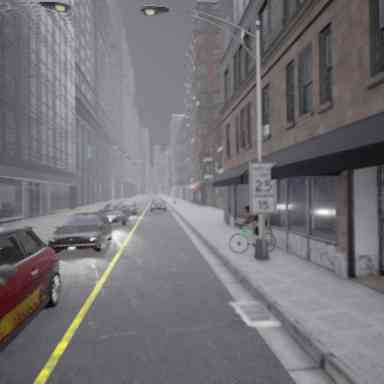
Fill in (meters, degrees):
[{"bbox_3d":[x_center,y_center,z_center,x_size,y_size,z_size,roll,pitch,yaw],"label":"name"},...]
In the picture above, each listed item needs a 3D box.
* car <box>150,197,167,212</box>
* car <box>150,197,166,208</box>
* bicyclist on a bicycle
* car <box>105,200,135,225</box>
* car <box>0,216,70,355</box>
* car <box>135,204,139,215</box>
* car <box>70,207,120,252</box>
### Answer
[{"bbox_3d":[-3.947,1.578,39.124,2.033,1.411,5.357,-1,0,-6],"label":"car"},{"bbox_3d":[-5.063,1.533,49.572,2.128,1.511,4.902,-1,0,-6],"label":"car"},{"bbox_3d":[2.060,1.268,11.276,1.656,1.620,0.582,-1,0,-6],"label":"bicyclist on a bicycle"},{"bbox_3d":[-5.572,1.554,24.181,2.128,1.511,4.902,-1,0,-6],"label":"car"},{"bbox_3d":[-3.530,1.397,4.862,2.097,1.767,4.553,-1,0,-6],"label":"car"},{"bbox_3d":[-6.582,1.595,34.018,1.812,1.442,4.674,-1,0,-5],"label":"car"},{"bbox_3d":[-4.539,1.601,14.371,2.033,1.411,5.357,-1,0,-6],"label":"car"}]
